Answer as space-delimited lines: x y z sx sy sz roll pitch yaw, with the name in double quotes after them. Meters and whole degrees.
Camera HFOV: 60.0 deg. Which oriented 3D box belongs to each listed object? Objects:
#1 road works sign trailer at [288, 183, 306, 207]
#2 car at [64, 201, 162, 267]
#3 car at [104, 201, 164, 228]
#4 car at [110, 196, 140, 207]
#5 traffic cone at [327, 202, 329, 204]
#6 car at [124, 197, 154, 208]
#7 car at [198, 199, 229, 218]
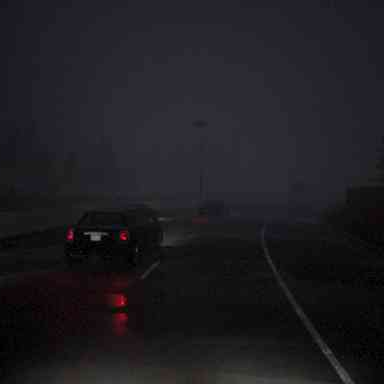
16.115 0.368 50.296 2.380 3.560 2.880 0 0 38 "road works sign trailer"
-2.439 1.302 11.447 2.097 1.767 4.553 0 0 7 "car"
-3.795 1.453 23.020 2.033 1.411 5.357 0 0 15 "car"
-9.569 1.361 47.647 1.994 1.385 4.181 0 0 26 "car"
24.596 1.864 60.161 0.340 0.580 0.340 0 0 38 "traffic cone"
-7.048 1.382 44.844 1.994 1.385 4.181 0 0 26 "car"
2.006 1.386 29.824 1.882 1.535 5.008 0 0 19 "car"
